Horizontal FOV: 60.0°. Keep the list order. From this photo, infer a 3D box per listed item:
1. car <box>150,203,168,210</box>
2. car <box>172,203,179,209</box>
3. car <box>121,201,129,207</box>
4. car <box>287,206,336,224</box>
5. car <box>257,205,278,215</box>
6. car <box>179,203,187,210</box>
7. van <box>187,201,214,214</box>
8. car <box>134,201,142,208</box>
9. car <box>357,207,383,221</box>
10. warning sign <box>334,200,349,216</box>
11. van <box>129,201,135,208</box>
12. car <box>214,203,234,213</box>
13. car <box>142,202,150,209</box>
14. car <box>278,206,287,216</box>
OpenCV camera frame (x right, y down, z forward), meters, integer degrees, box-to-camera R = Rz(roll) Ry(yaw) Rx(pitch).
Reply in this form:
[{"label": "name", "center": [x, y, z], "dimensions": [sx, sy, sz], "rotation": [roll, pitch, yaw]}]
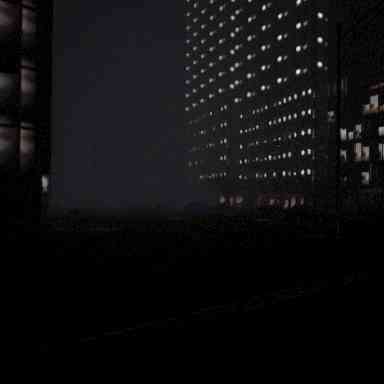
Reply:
[{"label": "car", "center": [-6.049, 2.833, 64.655], "dimensions": [2.008, 1.369, 4.403], "rotation": [0, -1, -25]}, {"label": "car", "center": [-3.292, 3.212, 78.406], "dimensions": [1.802, 1.307, 4.206], "rotation": [0, -1, -25]}, {"label": "car", "center": [-18.089, 3.408, 90.066], "dimensions": [1.887, 1.381, 4.507], "rotation": [0, -1, -25]}, {"label": "car", "center": [10.807, 2.055, 29.077], "dimensions": [2.008, 1.369, 4.403], "rotation": [0, -1, -25]}, {"label": "car", "center": [11.156, 2.516, 47.911], "dimensions": [1.947, 1.339, 4.313], "rotation": [0, -1, -25]}, {"label": "car", "center": [-0.326, 2.936, 65.888], "dimensions": [1.895, 1.301, 4.718], "rotation": [1, -2, -25]}, {"label": "van", "center": [1.172, 2.284, 49.412], "dimensions": [1.690, 1.788, 3.998], "rotation": [0, -1, -25]}, {"label": "car", "center": [-10.865, 3.057, 74.820], "dimensions": [1.887, 1.381, 4.507], "rotation": [0, -1, -25]}, {"label": "car", "center": [18.380, 2.173, 32.663], "dimensions": [2.008, 1.369, 4.403], "rotation": [0, -1, -25]}, {"label": "warning sign", "center": [17.784, 1.896, 39.549], "dimensions": [1.300, 1.860, 1.060], "rotation": [2, -1, -25]}, {"label": "van", "center": [-13.275, 2.970, 79.905], "dimensions": [1.690, 1.788, 3.998], "rotation": [0, -1, -25]}, {"label": "car", "center": [4.953, 2.566, 54.806], "dimensions": [1.882, 1.535, 5.008], "rotation": [1, -1, -25]}, {"label": "car", "center": [-8.385, 2.919, 69.585], "dimensions": [1.752, 1.417, 4.829], "rotation": [0, -1, -25]}, {"label": "car", "center": [13.564, 2.405, 42.829], "dimensions": [1.947, 1.339, 4.313], "rotation": [0, -1, -25]}]
